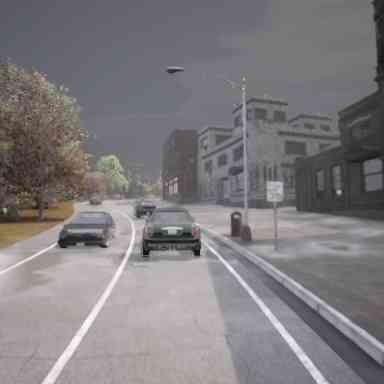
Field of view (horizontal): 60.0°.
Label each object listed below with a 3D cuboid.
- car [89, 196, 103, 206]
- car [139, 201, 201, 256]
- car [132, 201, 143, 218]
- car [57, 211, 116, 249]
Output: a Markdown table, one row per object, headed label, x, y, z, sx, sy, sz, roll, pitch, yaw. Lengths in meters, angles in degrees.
| label | x | y | z | sx | sy | sz | roll | pitch | yaw |
| --- | --- | --- | --- | --- | --- | --- | --- | --- | --- |
| car | -15.907 | 1.458 | 54.871 | 1.837 | 1.490 | 4.892 | 1 | 0 | -19 |
| car | -0.899 | 1.403 | 13.518 | 2.097 | 1.767 | 4.553 | 0 | 0 | -6 |
| car | -4.514 | 1.630 | 31.699 | 1.837 | 1.490 | 4.892 | 1 | 0 | -15 |
| car | -4.489 | 1.578 | 14.991 | 2.033 | 1.411 | 5.357 | 1 | 0 | -8 |
